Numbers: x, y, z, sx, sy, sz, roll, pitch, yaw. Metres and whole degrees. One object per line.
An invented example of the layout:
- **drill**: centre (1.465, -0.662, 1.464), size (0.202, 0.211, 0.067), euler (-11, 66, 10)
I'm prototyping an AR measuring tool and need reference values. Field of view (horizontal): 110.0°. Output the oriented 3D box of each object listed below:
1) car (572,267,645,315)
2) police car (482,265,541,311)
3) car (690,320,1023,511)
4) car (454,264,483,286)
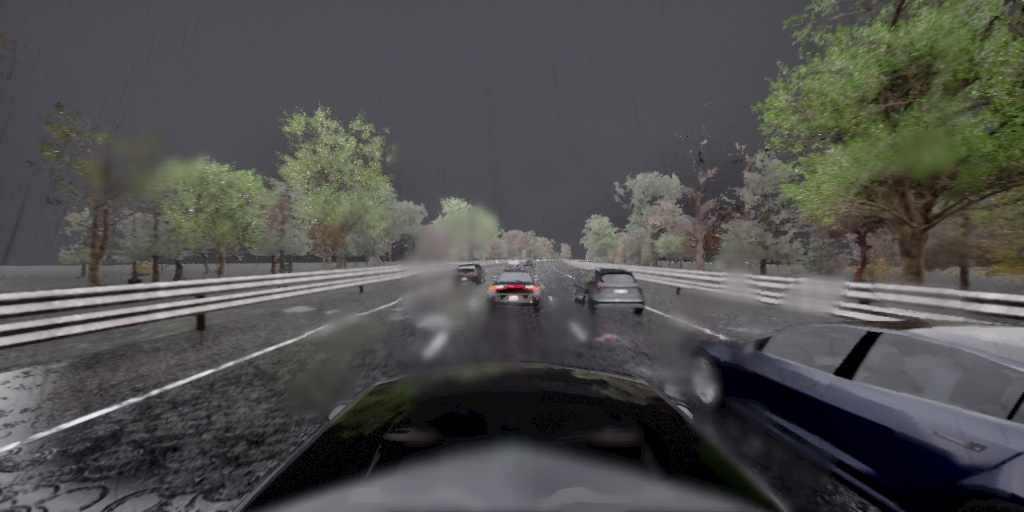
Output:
- **car**: centre (3.597, 1.233, 14.007), size (2.033, 1.649, 4.856), euler (0, 0, 1)
- **police car**: centre (0.139, 1.303, 14.814), size (2.038, 1.542, 4.974), euler (0, 0, 1)
- **car**: centre (3.495, 1.265, 3.160), size (2.163, 1.488, 4.792), euler (0, 0, 0)
- **car**: centre (-3.025, 1.346, 26.467), size (1.837, 1.490, 4.892), euler (0, 0, 2)
